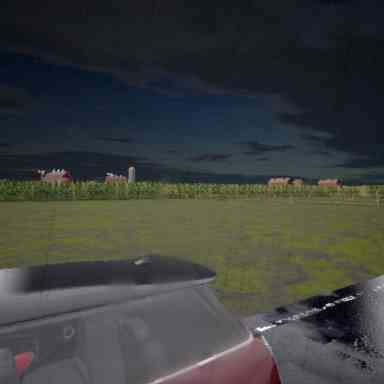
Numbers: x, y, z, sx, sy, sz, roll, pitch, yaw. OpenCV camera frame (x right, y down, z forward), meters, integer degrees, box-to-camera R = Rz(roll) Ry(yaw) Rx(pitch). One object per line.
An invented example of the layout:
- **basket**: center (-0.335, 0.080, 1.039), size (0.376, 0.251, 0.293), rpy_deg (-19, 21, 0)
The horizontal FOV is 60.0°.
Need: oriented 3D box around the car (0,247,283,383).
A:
- **car**: center (-1.518, 1.352, 1.984), size (4.553, 1.767, 2.097), rpy_deg (0, 0, -36)
